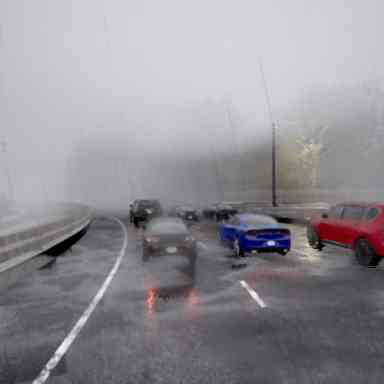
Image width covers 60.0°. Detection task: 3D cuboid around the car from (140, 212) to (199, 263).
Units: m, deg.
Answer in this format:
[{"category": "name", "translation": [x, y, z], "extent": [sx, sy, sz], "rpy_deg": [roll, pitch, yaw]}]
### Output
[{"category": "car", "translation": [-0.949, 1.684, 12.671], "extent": [1.812, 1.442, 4.674], "rpy_deg": [0, -1, -8]}]

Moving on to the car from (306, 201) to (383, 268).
[{"category": "car", "translation": [6.213, 1.341, 11.978], "extent": [2.150, 2.045, 5.566], "rpy_deg": [0, 0, -6]}]

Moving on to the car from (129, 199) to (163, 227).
[{"category": "car", "translation": [-3.663, 1.555, 26.267], "extent": [2.150, 2.045, 5.566], "rpy_deg": [0, 0, -15]}]

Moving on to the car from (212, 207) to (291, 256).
[{"category": "car", "translation": [2.394, 1.636, 13.953], "extent": [1.882, 1.535, 5.008], "rpy_deg": [0, 0, -8]}]

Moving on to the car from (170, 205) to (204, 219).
[{"category": "car", "translation": [-0.788, 1.875, 28.818], "extent": [1.812, 1.442, 4.674], "rpy_deg": [0, 0, -17]}]

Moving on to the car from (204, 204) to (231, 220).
[{"category": "car", "translation": [2.467, 1.829, 30.116], "extent": [1.882, 1.535, 5.008], "rpy_deg": [0, 0, -17]}]
